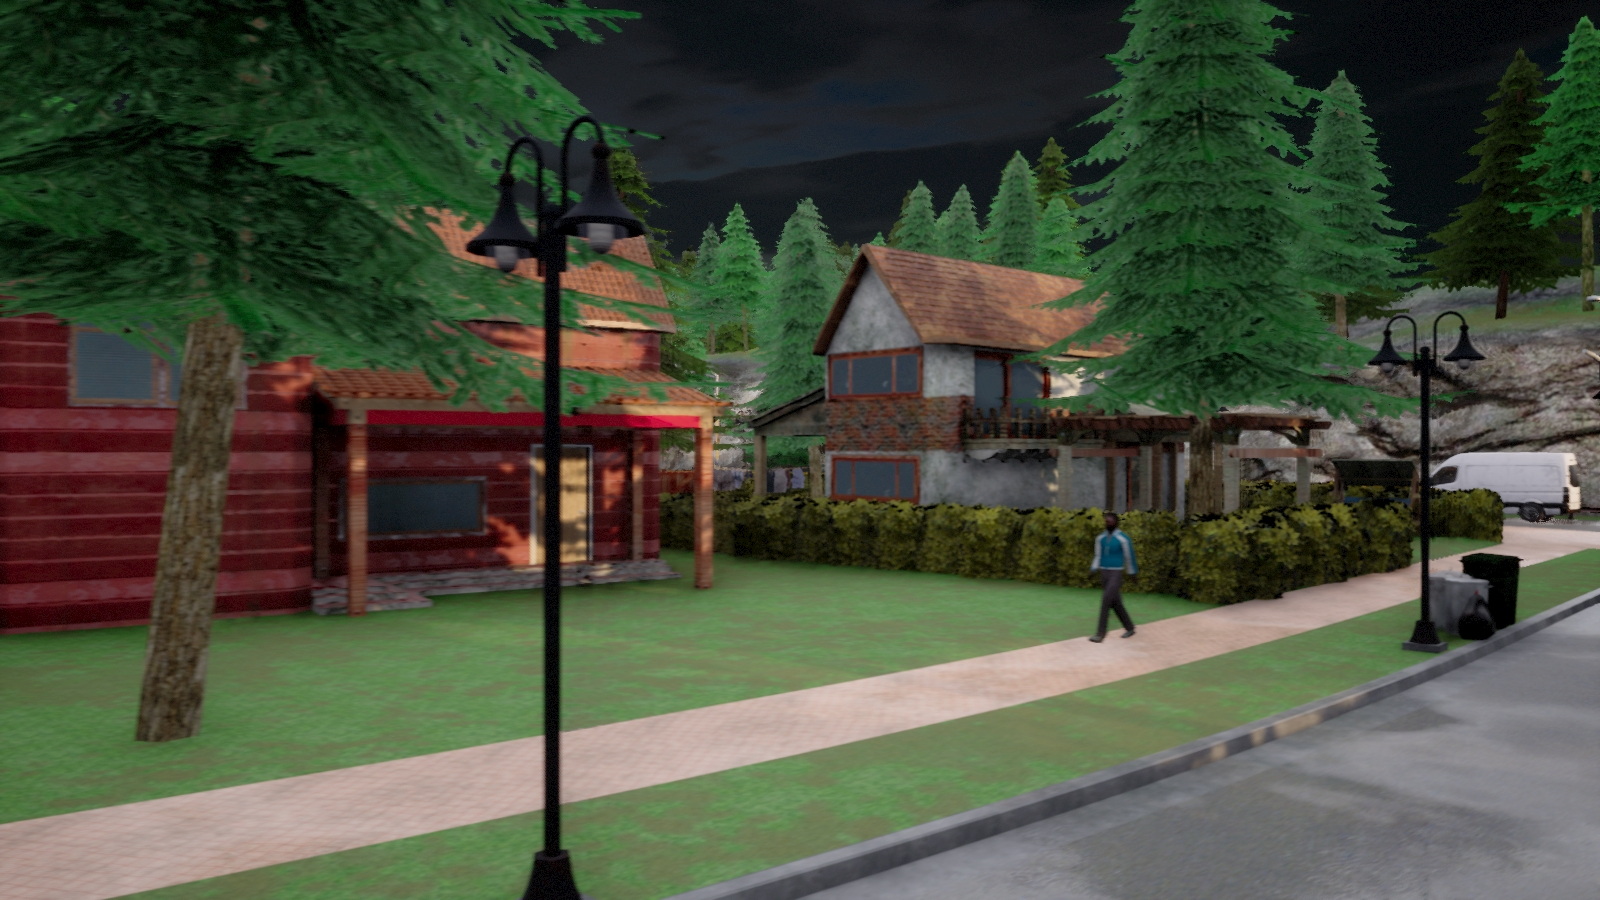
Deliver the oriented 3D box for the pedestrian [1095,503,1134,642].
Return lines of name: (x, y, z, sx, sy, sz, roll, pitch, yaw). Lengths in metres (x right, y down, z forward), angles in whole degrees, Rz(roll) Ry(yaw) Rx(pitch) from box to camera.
pedestrian: (4.319, 1.665, 15.700, 0.375, 1.860, 0.375, 0, 0, -39)

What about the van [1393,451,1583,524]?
van: (26.042, 1.340, 43.434, 5.915, 2.561, 1.988, 0, 0, 45)
